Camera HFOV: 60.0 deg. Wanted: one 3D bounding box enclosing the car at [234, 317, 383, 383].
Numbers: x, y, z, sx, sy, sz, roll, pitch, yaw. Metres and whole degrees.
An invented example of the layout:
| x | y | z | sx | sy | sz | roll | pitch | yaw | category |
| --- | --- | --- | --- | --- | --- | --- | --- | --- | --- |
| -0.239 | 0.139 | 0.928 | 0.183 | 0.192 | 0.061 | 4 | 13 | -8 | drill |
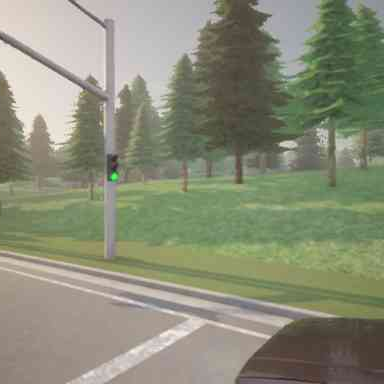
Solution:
| x | y | z | sx | sy | sz | roll | pitch | yaw | category |
| --- | --- | --- | --- | --- | --- | --- | --- | --- | --- |
| 2.876 | 1.537 | 1.940 | 5.357 | 1.411 | 2.033 | -1 | 0 | 36 | car |
